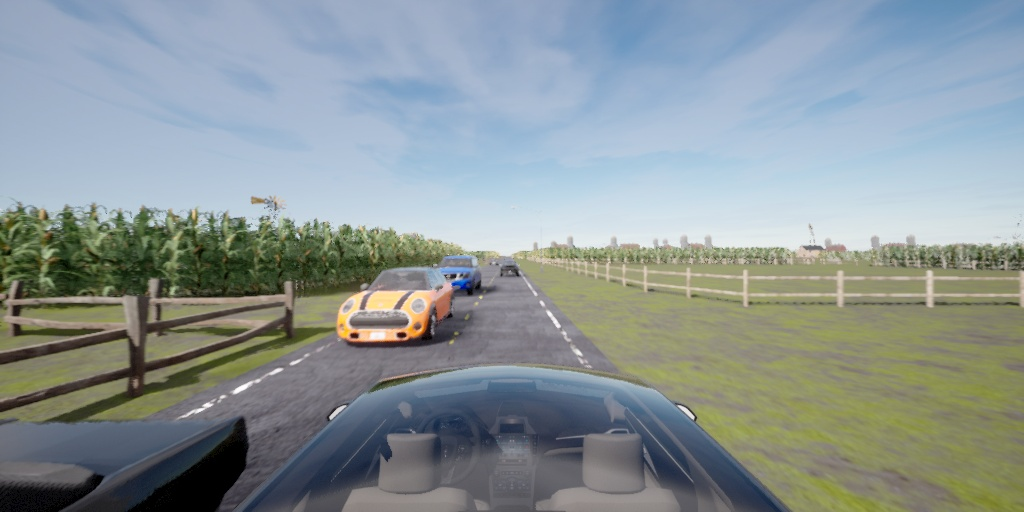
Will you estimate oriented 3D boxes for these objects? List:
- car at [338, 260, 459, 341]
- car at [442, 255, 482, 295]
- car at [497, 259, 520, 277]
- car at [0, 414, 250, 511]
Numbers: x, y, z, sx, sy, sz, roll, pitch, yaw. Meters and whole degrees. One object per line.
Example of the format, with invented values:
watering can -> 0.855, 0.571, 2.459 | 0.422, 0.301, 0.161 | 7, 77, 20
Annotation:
car -> -2.914, 1.121, 9.949 | 2.097, 1.767, 4.553 | 0, 0, -1
car -> -2.993, 0.985, 20.156 | 2.150, 2.045, 5.566 | 0, 0, 2
car -> -0.233, 1.231, 35.937 | 1.837, 1.490, 4.892 | 0, 0, 0
car -> -2.815, 1.374, 0.339 | 1.895, 1.301, 4.718 | 0, 0, -1
